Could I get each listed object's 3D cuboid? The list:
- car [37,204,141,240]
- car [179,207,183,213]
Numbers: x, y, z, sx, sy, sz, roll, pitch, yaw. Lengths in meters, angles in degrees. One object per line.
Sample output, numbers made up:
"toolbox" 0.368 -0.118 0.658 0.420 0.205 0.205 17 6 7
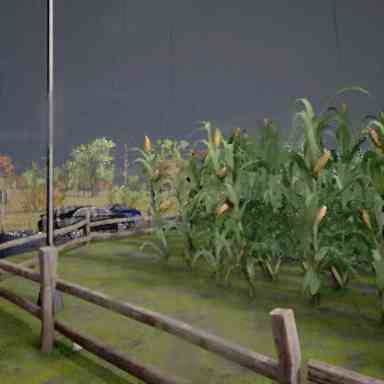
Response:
"car" -5.211 1.427 16.779 2.128 1.511 4.902 0 0 35
"car" 0.791 1.403 29.850 1.837 1.490 4.892 0 0 37
